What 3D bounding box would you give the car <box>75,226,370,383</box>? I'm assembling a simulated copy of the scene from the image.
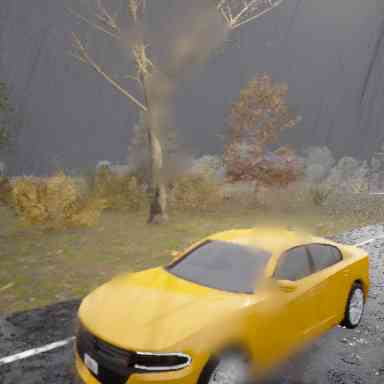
[{"bbox_3d":[0.875,1.329,4.834,5.008,1.535,1.882,0,3,-43],"label":"car"}]
